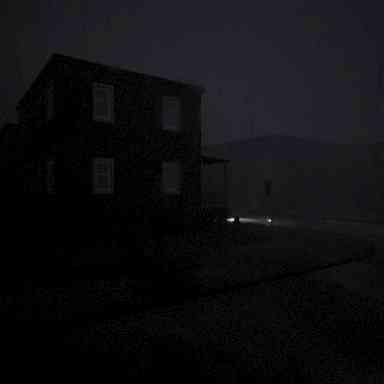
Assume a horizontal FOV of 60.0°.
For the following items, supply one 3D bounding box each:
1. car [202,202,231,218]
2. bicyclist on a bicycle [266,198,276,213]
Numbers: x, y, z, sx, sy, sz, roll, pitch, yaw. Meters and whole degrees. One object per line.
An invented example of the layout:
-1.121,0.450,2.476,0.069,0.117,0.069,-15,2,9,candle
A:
1.600,1.566,29.687,1.994,1.385,4.181,0,0,-35,car
8.283,1.351,34.773,1.656,1.620,0.582,0,0,-35,bicyclist on a bicycle
